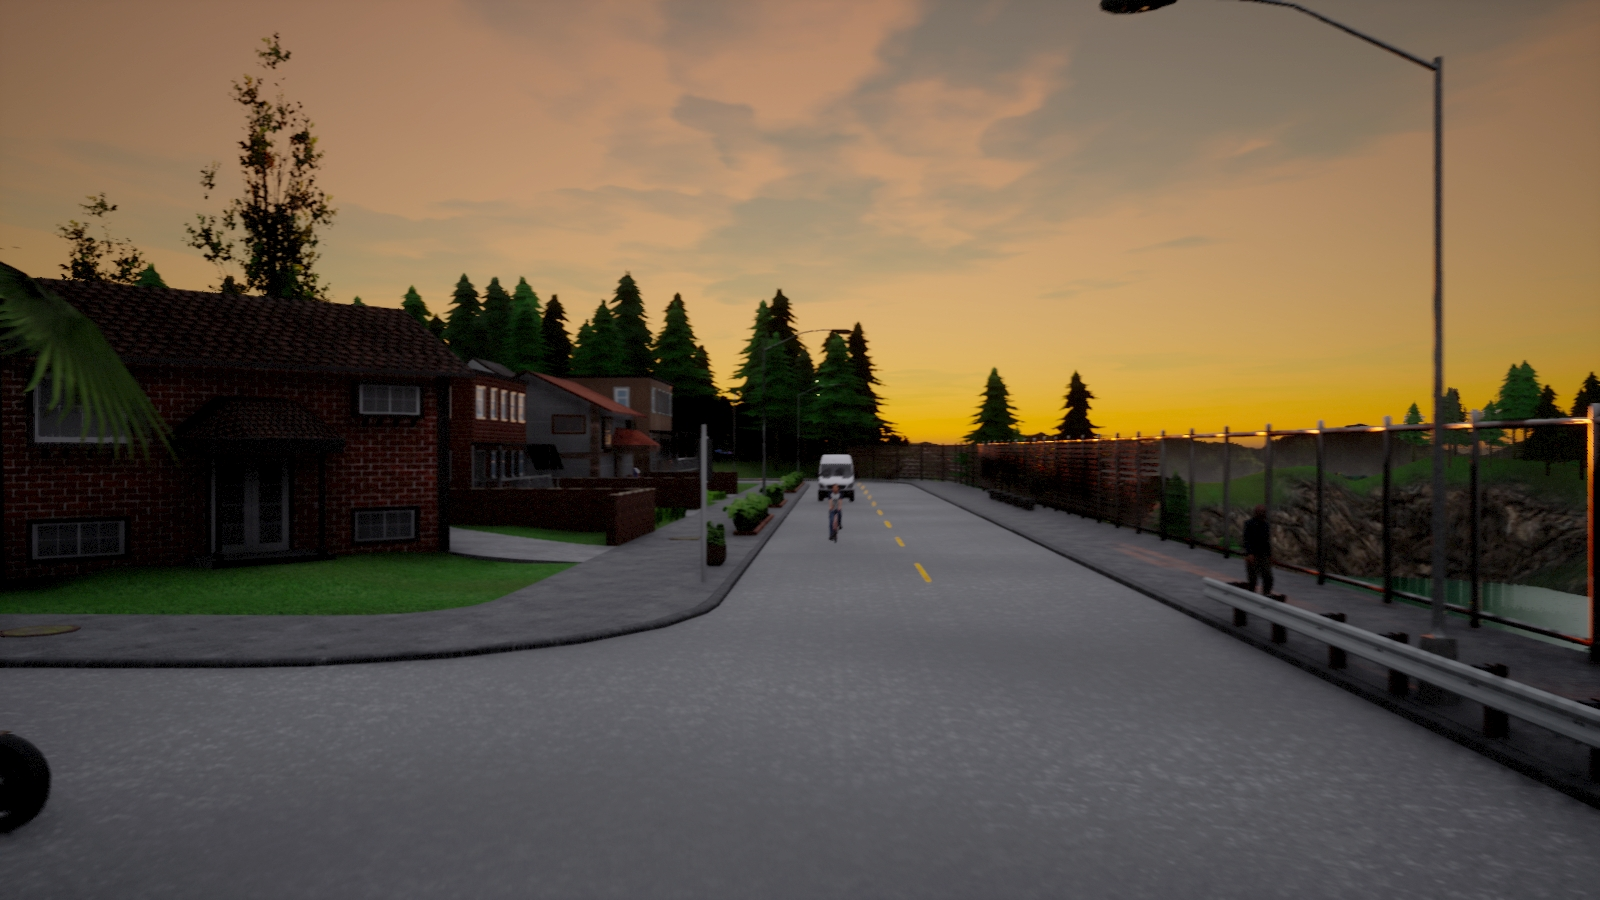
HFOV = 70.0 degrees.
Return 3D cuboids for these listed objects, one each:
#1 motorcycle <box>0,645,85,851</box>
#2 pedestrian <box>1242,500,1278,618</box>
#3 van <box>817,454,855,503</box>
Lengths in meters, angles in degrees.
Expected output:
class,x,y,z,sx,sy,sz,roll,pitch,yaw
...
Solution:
class,x,y,z,sx,sy,sz,roll,pitch,yaw
motorcycle,-6.707,2.159,8.493,2.356,1.307,0.764,0,0,4
pedestrian,7.427,1.741,18.442,0.375,1.860,0.375,0,0,-22
van,2.011,1.535,63.443,1.988,2.561,5.915,0,0,2
